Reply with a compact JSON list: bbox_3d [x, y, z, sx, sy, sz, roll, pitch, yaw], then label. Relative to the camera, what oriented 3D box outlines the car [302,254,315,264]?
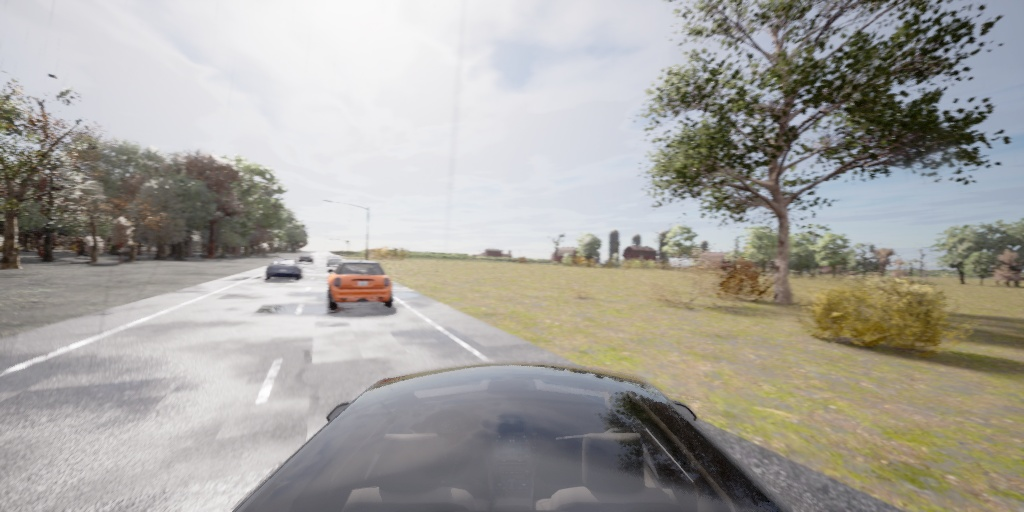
[{"bbox_3d":[-29.860,0.388,52.194,1.812,1.442,4.674,2,0,-28],"label":"car"}]

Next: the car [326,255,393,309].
[{"bbox_3d":[-6.079,0.930,14.148,2.097,1.767,4.553,2,0,-28],"label":"car"}]

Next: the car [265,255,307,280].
[{"bbox_3d":[-15.396,0.850,24.441,1.994,1.385,4.181,2,0,-28],"label":"car"}]

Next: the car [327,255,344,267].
[{"bbox_3d":[-22.964,0.616,46.530,1.812,1.442,4.674,2,0,-28],"label":"car"}]
